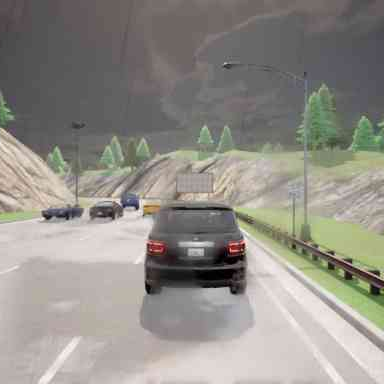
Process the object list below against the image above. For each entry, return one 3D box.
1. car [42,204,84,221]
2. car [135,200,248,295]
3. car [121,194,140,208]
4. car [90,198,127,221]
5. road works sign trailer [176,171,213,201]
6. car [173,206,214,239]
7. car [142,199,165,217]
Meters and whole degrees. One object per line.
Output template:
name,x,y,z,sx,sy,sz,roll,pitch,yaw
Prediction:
car,-10.487,1.601,27.428,1.895,1.301,4.718,0,0,-1
car,0.085,1.221,8.878,2.150,2.045,5.566,0,0,0
car,-7.929,1.220,42.516,2.150,2.045,5.566,0,0,-7
car,-6.982,1.478,27.574,1.882,1.535,5.008,0,0,-1
road works sign trailer,0.181,0.464,21.595,2.380,3.560,2.880,0,0,0
car,0.083,1.558,18.098,1.994,1.385,4.181,0,0,0
car,-3.614,1.478,32.015,1.882,1.535,5.008,0,0,-2
